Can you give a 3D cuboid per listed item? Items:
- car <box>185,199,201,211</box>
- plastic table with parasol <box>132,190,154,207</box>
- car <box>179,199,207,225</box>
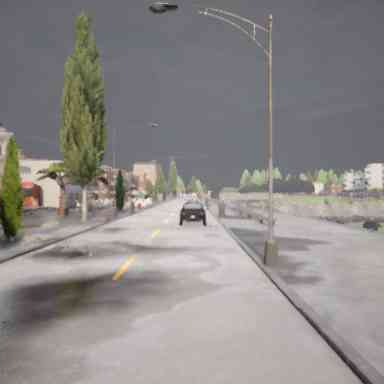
[{"bbox_3d":[0.079,1.639,42.982,1.994,1.385,4.181,0,0,0],"label":"car"},{"bbox_3d":[-7.743,0.992,52.108,2.482,2.480,2.482,0,0,-40],"label":"plastic table with parasol"},{"bbox_3d":[0.066,1.521,24.867,1.882,1.535,5.008,0,0,0],"label":"car"}]
